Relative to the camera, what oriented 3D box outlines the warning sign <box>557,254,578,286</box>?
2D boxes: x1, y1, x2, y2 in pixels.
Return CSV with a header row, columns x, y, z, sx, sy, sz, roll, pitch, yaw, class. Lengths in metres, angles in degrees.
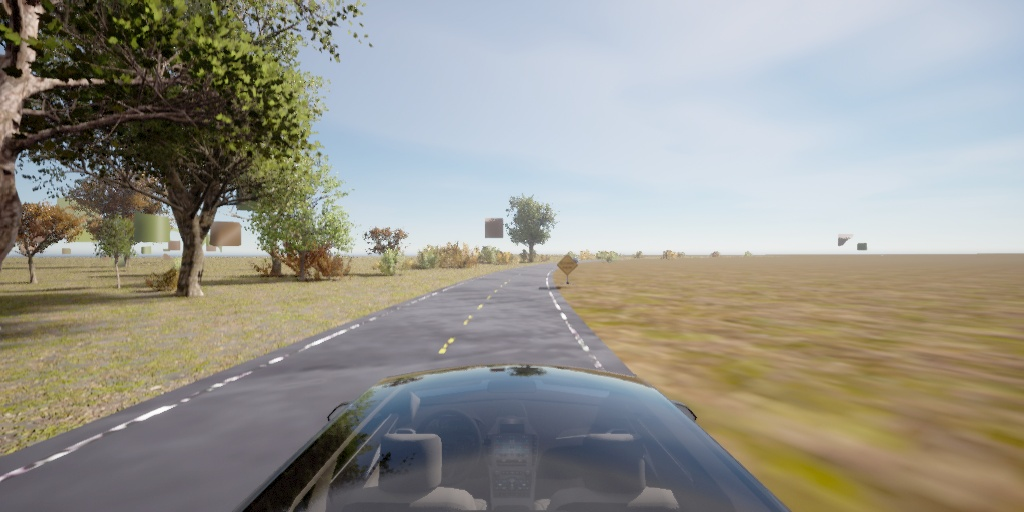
x,y,z,sx,sy,sz,roll,pitch,yaw,class
3.385,0.836,21.887,1.300,1.860,1.060,0,0,4,warning sign
